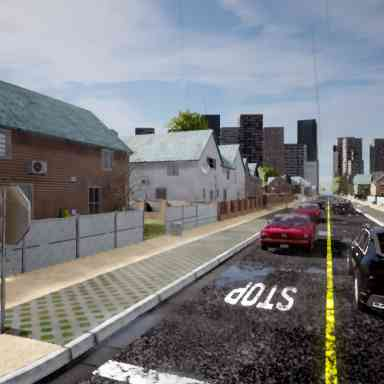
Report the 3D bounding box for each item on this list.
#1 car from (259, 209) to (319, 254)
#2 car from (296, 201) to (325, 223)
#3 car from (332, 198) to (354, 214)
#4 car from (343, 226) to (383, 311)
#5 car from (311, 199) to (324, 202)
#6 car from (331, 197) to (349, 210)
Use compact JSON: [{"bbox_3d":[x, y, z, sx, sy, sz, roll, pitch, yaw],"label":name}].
[{"bbox_3d":[4.085,1.608,13.764,1.895,1.301,4.718,0,0,22],"label":"car"},{"bbox_3d":[9.065,1.612,25.904,1.895,1.301,4.718,0,0,22],"label":"car"},{"bbox_3d":[15.905,1.504,34.987,2.128,1.511,4.902,0,0,23],"label":"car"},{"bbox_3d":[4.534,1.507,7.352,1.837,1.490,4.892,0,0,22],"label":"car"},{"bbox_3d":[15.338,1.603,40.967,1.994,1.385,4.181,0,0,22],"label":"car"},{"bbox_3d":[19.797,1.508,44.597,2.128,1.511,4.902,0,0,22],"label":"car"}]
